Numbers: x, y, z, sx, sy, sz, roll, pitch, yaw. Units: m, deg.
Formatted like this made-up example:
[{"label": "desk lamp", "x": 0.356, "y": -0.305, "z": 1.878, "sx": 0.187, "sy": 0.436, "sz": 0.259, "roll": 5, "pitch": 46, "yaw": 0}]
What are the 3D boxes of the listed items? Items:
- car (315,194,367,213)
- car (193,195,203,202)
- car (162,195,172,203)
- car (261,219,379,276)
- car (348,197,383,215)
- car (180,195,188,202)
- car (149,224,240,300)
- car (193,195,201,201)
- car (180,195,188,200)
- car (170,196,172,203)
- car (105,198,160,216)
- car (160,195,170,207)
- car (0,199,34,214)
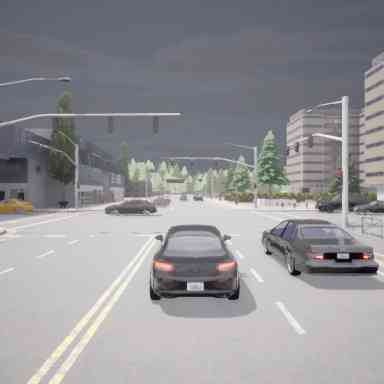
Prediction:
[{"label": "car", "x": 16.290, "y": 1.222, "z": 36.029, "sx": 5.566, "sy": 2.045, "sz": 2.150, "roll": 0, "pitch": 0, "yaw": -2}, {"label": "car", "x": 1.577, "y": 1.478, "z": 78.737, "sx": 1.882, "sy": 1.535, "sz": 5.008, "roll": 0, "pitch": 0, "yaw": -1}, {"label": "car", "x": -5.217, "y": 1.478, "z": 70.600, "sx": 1.882, "sy": 1.535, "sz": 5.008, "roll": 0, "pitch": 0, "yaw": -1}, {"label": "car", "x": 3.534, "y": 1.547, "z": 10.304, "sx": 2.033, "sy": 1.411, "sz": 5.357, "roll": 0, "pitch": 0, "yaw": 0}, {"label": "car", "x": 18.225, "y": 1.526, "z": 32.561, "sx": 4.674, "sy": 1.442, "sz": 1.812, "roll": 0, "pitch": 0, "yaw": -2}, {"label": "car", "x": -1.910, "y": 1.533, "z": 78.167, "sx": 2.033, "sy": 1.411, "sz": 5.357, "roll": 0, "pitch": 0, "yaw": -1}, {"label": "car", "x": 0.037, "y": 1.526, "z": 8.247, "sx": 1.812, "sy": 1.442, "sz": 4.674, "roll": 0, "pitch": 0, "yaw": -1}, {"label": "car", "x": 1.316, "y": 1.500, "z": 88.874, "sx": 1.837, "sy": 1.490, "sz": 4.892, "roll": 0, "pitch": 0, "yaw": -1}, {"label": "car", "x": -2.183, "y": 1.467, "z": 88.802, "sx": 1.994, "sy": 1.385, "sz": 4.181, "roll": 0, "pitch": 0, "yaw": -1}, {"label": "car", "x": -5.018, "y": 1.564, "z": 60.269, "sx": 1.994, "sy": 1.385, "sz": 4.181, "roll": 0, "pitch": 0, "yaw": -2}, {"label": "car", "x": -5.711, "y": 1.505, "z": 31.343, "sx": 4.892, "sy": 1.490, "sz": 1.837, "roll": 0, "pitch": 0, "yaw": -4}, {"label": "car", "x": -4.780, "y": 1.564, "z": 50.292, "sx": 1.994, "sy": 1.385, "sz": 4.181, "roll": 0, "pitch": 0, "yaw": -2}, {"label": "car", "x": -19.040, "y": 1.477, "z": 34.368, "sx": 5.008, "sy": 1.535, "sz": 1.882, "roll": 0, "pitch": 0, "yaw": -1}]
